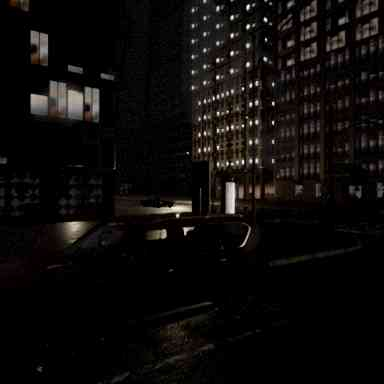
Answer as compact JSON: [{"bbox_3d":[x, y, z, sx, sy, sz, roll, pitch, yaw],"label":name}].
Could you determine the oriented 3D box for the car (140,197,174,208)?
[{"bbox_3d":[-3.959,1.199,37.564,1.895,1.301,4.718,0,1,-37],"label":"car"}]

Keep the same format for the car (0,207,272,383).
[{"bbox_3d":[-0.823,1.315,5.593,5.009,1.841,2.192,0,0,-35],"label":"car"}]
